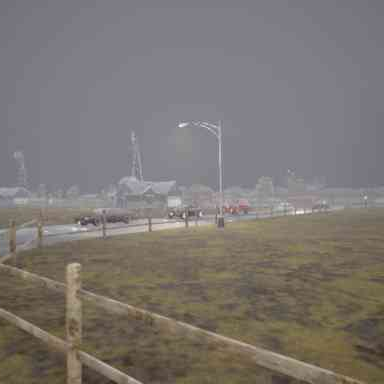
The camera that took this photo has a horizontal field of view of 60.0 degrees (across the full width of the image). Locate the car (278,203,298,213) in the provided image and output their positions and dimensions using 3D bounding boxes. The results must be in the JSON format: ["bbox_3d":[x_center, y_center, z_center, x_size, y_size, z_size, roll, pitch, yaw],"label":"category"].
[{"bbox_3d":[14.101,2.289,48.975,1.812,1.442,4.674,-2,-2,36],"label":"car"}]

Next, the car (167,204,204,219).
[{"bbox_3d":[-0.638,2.014,34.729,1.837,1.490,4.892,-2,-2,36],"label":"car"}]

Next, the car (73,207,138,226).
[{"bbox_3d":[-6.659,1.884,26.314,2.033,1.411,5.357,-2,-2,36],"label":"car"}]

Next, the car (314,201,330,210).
[{"bbox_3d":[25.107,2.472,64.333,2.097,1.767,4.553,-2,-2,34],"label":"car"}]

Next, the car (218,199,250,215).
[{"bbox_3d":[5.555,1.913,43.390,2.150,2.045,5.566,-2,-2,36],"label":"car"}]
